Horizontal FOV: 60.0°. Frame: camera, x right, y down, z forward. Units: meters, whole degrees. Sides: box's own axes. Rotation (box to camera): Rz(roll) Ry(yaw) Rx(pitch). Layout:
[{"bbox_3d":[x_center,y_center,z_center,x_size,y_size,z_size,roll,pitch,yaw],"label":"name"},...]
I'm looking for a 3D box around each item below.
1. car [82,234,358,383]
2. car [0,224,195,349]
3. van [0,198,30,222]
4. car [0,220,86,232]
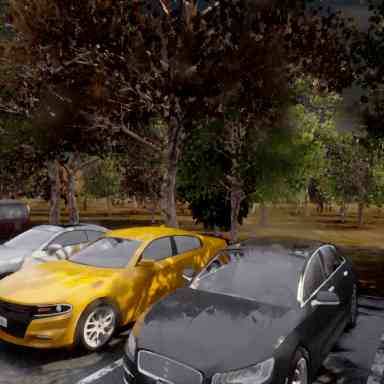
[{"bbox_3d":[1.161,1.481,4.938,2.231,1.521,4.892,0,0,35],"label":"car"},{"bbox_3d":[-1.110,1.481,6.550,2.097,1.535,5.008,0,0,35],"label":"car"},{"bbox_3d":[-7.990,1.255,11.292,1.878,1.987,4.442,0,0,35],"label":"van"},{"bbox_3d":[-3.382,1.522,8.162,2.002,1.452,4.674,0,0,35],"label":"car"}]
